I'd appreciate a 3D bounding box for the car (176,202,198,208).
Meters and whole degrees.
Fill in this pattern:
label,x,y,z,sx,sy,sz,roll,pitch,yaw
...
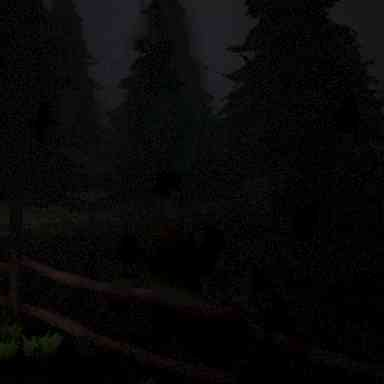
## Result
label,x,y,z,sx,sy,sz,roll,pitch,yaw
car,-0.355,1.590,37.666,4.181,1.385,1.994,0,0,-12
